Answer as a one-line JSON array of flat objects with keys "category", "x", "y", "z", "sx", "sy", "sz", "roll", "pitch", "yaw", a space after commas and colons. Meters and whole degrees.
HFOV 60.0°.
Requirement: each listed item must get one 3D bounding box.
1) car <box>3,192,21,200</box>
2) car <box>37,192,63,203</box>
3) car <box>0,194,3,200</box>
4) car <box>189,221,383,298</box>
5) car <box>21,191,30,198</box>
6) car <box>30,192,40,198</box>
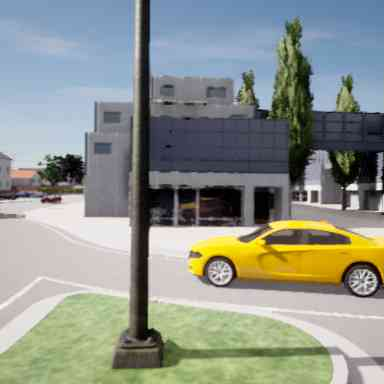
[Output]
[{"category": "car", "x": -33.621, "y": 0.859, "z": 60.577, "sx": 1.895, "sy": 1.301, "sz": 4.718, "roll": 1, "pitch": 0, "yaw": -3}, {"category": "car", "x": -21.406, "y": 1.068, "z": 50.945, "sx": 1.895, "sy": 1.301, "sz": 4.718, "roll": 1, "pitch": 0, "yaw": -4}, {"category": "car", "x": -16.940, "y": 0.865, "z": 27.074, "sx": 2.150, "sy": 2.045, "sz": 5.566, "roll": 0, "pitch": 1, "yaw": -32}, {"category": "car", "x": 2.403, "y": 1.462, "z": 8.252, "sx": 5.008, "sy": 1.535, "sz": 1.882, "roll": 0, "pitch": 0, "yaw": 11}, {"category": "car", "x": -37.955, "y": 0.614, "z": 74.769, "sx": 1.882, "sy": 1.535, "sz": 5.008, "roll": 1, "pitch": 0, "yaw": -3}, {"category": "car", "x": -34.509, "y": 0.700, "z": 75.775, "sx": 1.812, "sy": 1.442, "sz": 4.674, "roll": 1, "pitch": 0, "yaw": -3}]
